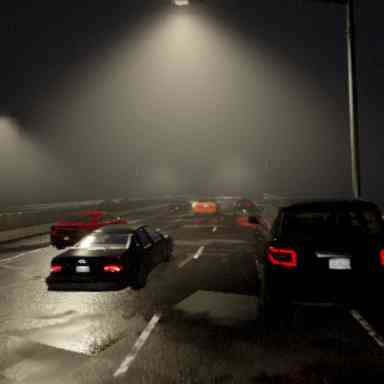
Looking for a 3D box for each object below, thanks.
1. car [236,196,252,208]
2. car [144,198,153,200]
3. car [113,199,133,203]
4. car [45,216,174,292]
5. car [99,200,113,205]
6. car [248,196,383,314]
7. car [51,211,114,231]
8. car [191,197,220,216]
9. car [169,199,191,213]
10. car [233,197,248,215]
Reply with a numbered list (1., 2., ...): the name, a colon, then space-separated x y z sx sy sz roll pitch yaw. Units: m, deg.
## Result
1. car: 6.753 1.296 43.036 1.994 1.385 4.181 -2 0 10
2. car: -7.976 1.851 60.952 1.994 1.385 4.181 -2 0 10
3. car: -11.799 1.950 59.432 1.812 1.442 4.674 -2 0 10
4. car: -1.871 1.607 9.285 2.033 1.411 5.357 -2 0 8
5. car: -15.238 2.115 60.055 1.994 1.385 4.181 -2 0 10
6. car: 2.530 1.122 7.494 2.150 2.045 5.566 -2 0 8
7. car: -4.518 1.630 15.388 1.882 1.535 5.008 -2 0 8
8. car: 1.556 1.273 32.097 2.097 1.767 4.553 -2 0 9
9. car: -1.201 1.500 37.026 1.882 1.535 5.008 -2 0 9
10. car: 4.822 1.308 30.700 1.837 1.490 4.892 -2 0 9
